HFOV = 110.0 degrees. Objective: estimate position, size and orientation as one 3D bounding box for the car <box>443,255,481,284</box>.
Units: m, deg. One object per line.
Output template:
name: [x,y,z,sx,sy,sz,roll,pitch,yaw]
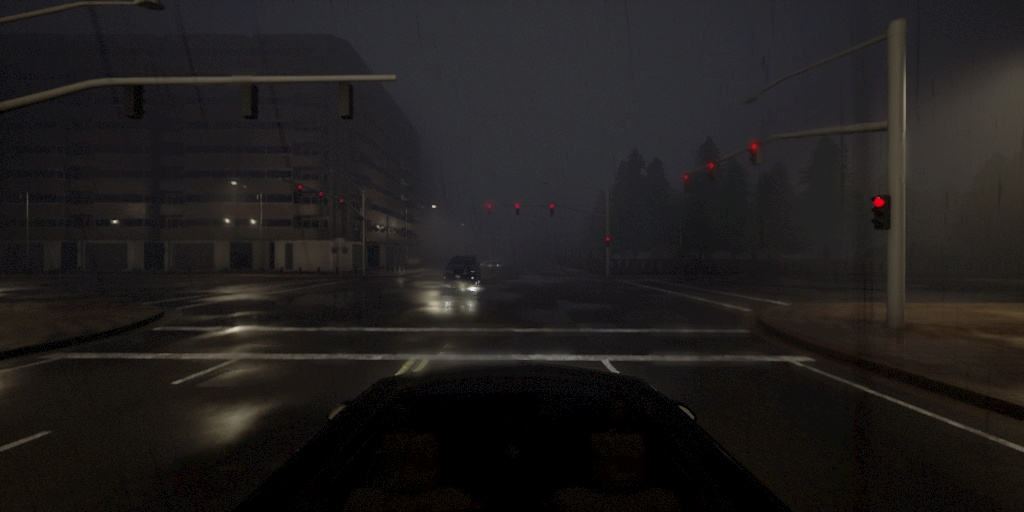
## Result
car: [-3.497,0.977,26.128,2.150,2.045,5.566,0,1,0]
